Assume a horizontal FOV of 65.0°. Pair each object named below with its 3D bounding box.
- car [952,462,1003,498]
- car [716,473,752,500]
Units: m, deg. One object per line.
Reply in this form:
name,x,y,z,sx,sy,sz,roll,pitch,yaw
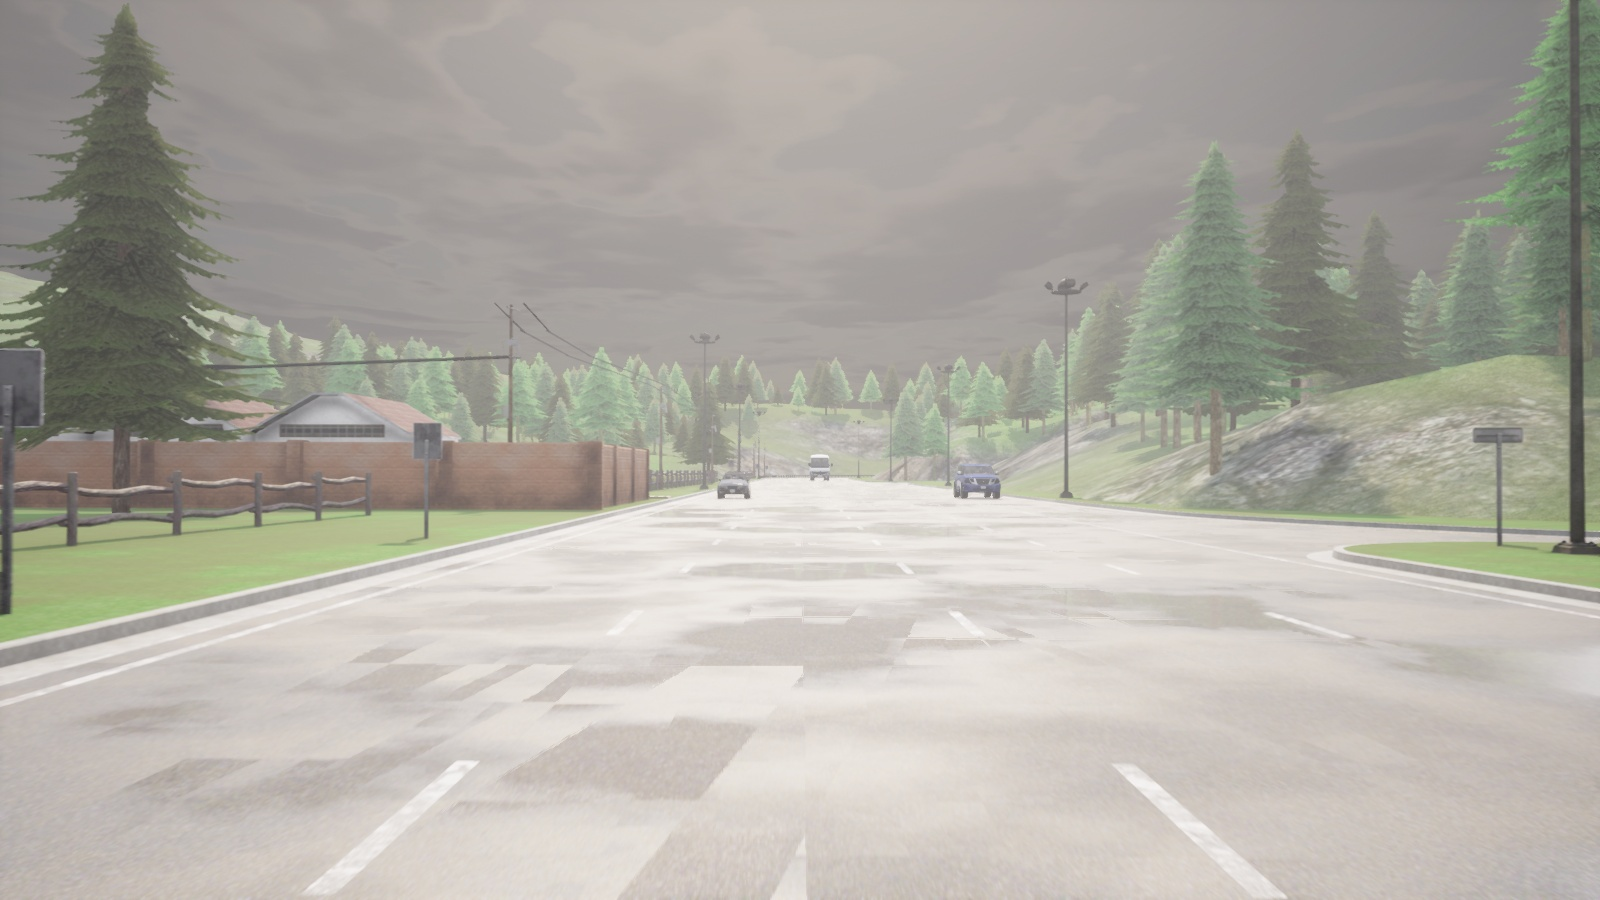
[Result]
car,10.334,1.723,73.546,2.150,2.045,5.566,0,-1,0
car,-3.657,2.018,70.193,1.816,1.474,4.193,0,-1,0
